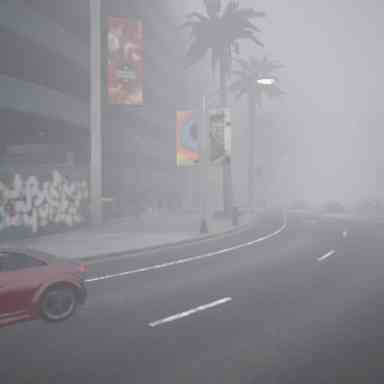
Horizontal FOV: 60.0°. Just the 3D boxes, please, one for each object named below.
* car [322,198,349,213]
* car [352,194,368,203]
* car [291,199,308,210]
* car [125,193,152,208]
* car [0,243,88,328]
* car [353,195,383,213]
[{"bbox_3d":[15.841,1.633,37.318,1.895,1.301,4.718,0,0,16],"label":"car"},{"bbox_3d":[36.195,1.385,71.862,2.185,1.767,4.553,0,0,16],"label":"car"},{"bbox_3d":[13.991,1.624,43.619,1.994,1.385,4.181,0,0,16],"label":"car"},{"bbox_3d":[-7.435,1.203,45.864,2.435,2.045,5.566,0,0,16],"label":"car"},{"bbox_3d":[-3.981,1.603,5.637,4.181,1.385,1.994,0,0,-39],"label":"car"},{"bbox_3d":[19.473,1.363,36.652,2.097,1.767,4.553,0,0,16],"label":"car"}]
